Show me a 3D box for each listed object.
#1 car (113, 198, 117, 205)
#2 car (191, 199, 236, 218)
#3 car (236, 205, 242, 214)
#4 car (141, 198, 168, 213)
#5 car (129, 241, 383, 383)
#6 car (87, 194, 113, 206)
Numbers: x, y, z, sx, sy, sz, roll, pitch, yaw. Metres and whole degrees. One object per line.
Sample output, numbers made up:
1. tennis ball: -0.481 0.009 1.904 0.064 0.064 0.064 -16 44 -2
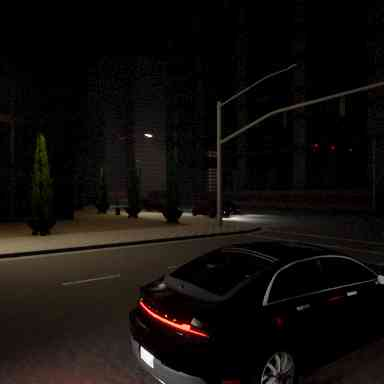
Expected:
1. car: -15.215 1.498 60.647 1.812 1.442 4.674 0 0 -36
2. car: 1.733 1.619 31.126 1.994 1.385 4.181 0 0 -36
3. car: 3.177 1.560 35.098 1.837 1.490 4.892 0 0 -36
4. car: -3.630 1.656 38.528 1.895 1.301 4.718 0 0 -36
5. car: 1.506 1.505 4.930 4.892 1.490 1.837 0 0 -35
6. car: -15.725 1.278 55.326 2.150 2.045 5.566 0 0 -35
